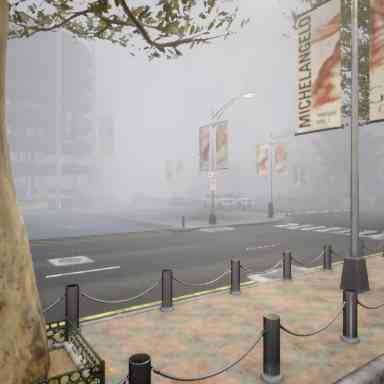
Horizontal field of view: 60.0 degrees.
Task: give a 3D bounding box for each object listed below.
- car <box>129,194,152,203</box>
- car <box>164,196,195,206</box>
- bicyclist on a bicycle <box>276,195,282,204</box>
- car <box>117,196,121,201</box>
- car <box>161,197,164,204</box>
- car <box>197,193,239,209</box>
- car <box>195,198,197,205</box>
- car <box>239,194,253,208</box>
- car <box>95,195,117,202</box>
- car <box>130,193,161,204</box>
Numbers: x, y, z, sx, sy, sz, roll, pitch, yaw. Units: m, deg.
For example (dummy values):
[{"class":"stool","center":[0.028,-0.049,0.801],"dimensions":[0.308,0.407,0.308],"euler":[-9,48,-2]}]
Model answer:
[{"class":"car","center":[-11.237,1.355,72.586],"dimensions":[4.553,1.767,2.097],"euler":[0,0,26]},{"class":"car","center":[-2.147,1.505,54.463],"dimensions":[1.837,1.490,4.892],"euler":[0,0,-37]},{"class":"bicyclist on a bicycle","center":[15.736,1.301,60.476],"dimensions":[1.656,1.620,0.582],"euler":[0,0,-36]},{"class":"car","center":[-19.513,1.418,79.668],"dimensions":[5.008,1.535,1.882],"euler":[0,0,12]},{"class":"car","center":[-5.765,1.601,63.974],"dimensions":[4.718,1.301,1.895],"euler":[0,0,43]},{"class":"car","center":[3.569,1.221,46.552],"dimensions":[2.150,2.045,5.566],"euler":[0,0,-35]},{"class":"car","center":[0.715,1.601,56.502],"dimensions":[1.895,1.301,4.718],"euler":[0,0,-37]},{"class":"car","center":[6.425,1.221,48.576],"dimensions":[2.150,2.045,5.566],"euler":[0,0,-35]},{"class":"car","center":[-20.478,1.450,76.304],"dimensions":[4.892,1.490,1.837],"euler":[0,0,12]},{"class":"car","center":[-9.088,1.221,62.283],"dimensions":[5.566,2.045,2.150],"euler":[0,0,40]}]
